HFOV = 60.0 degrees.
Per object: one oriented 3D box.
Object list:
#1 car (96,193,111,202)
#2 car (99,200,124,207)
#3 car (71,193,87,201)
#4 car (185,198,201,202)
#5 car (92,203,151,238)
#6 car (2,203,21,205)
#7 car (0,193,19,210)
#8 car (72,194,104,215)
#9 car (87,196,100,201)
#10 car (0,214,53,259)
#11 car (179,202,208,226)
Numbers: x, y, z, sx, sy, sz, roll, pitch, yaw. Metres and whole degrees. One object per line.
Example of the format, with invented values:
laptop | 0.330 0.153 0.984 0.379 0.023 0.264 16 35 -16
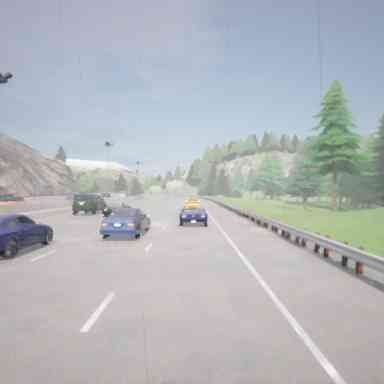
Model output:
car | -21.008 1.228 79.452 2.150 2.045 5.566 0 0 0
car | -6.903 1.602 31.124 1.895 1.301 4.718 0 0 0
car | -28.008 1.228 82.698 2.150 2.045 5.566 0 0 0
car | 0.096 1.479 41.601 1.882 1.535 5.008 0 0 0
car | -3.401 1.548 17.652 2.033 1.411 5.357 0 0 0
car | -21.091 1.352 38.640 2.097 1.767 4.553 0 0 0
car | -24.588 1.223 42.277 2.150 2.045 5.566 0 0 0
car | -10.404 1.223 33.970 2.150 2.045 5.566 0 0 0
car | -24.508 1.597 82.734 1.895 1.301 4.718 0 0 0
car | -6.901 1.526 12.405 1.812 1.442 4.674 0 0 0
car | 0.097 1.602 23.565 1.895 1.301 4.718 0 0 0
